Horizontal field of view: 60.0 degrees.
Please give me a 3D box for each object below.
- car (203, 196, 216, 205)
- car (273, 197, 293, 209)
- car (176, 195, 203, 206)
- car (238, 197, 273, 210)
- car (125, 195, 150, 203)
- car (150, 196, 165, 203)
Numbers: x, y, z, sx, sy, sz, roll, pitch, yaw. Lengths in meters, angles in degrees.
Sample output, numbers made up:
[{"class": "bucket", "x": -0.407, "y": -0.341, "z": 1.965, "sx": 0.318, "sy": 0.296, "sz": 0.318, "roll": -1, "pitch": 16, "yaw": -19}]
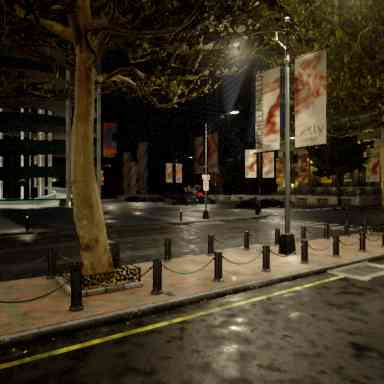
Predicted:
[{"class": "car", "x": 2.207, "y": 1.505, "z": 58.185, "sx": 1.837, "sy": 1.490, "sz": 4.892, "roll": 0, "pitch": 0, "yaw": -36}, {"class": "car", "x": 11.474, "y": 1.492, "z": 45.151, "sx": 2.128, "sy": 1.511, "sz": 4.902, "roll": 0, "pitch": 0, "yaw": -35}, {"class": "car", "x": -0.851, "y": 1.351, "z": 56.411, "sx": 2.097, "sy": 1.767, "sz": 4.553, "roll": 0, "pitch": 0, "yaw": -36}, {"class": "car", "x": 8.102, "y": 1.564, "z": 43.853, "sx": 1.994, "sy": 1.385, "sz": 4.181, "roll": 0, "pitch": 0, "yaw": -35}, {"class": "car", "x": -11.673, "y": 1.477, "z": 68.538, "sx": 5.008, "sy": 1.535, "sz": 1.882, "roll": 0, "pitch": 0, "yaw": 37}, {"class": "car", "x": -8.020, "y": 1.540, "z": 70.199, "sx": 5.357, "sy": 1.411, "sz": 2.033, "roll": 0, "pitch": 0, "yaw": 41}]
